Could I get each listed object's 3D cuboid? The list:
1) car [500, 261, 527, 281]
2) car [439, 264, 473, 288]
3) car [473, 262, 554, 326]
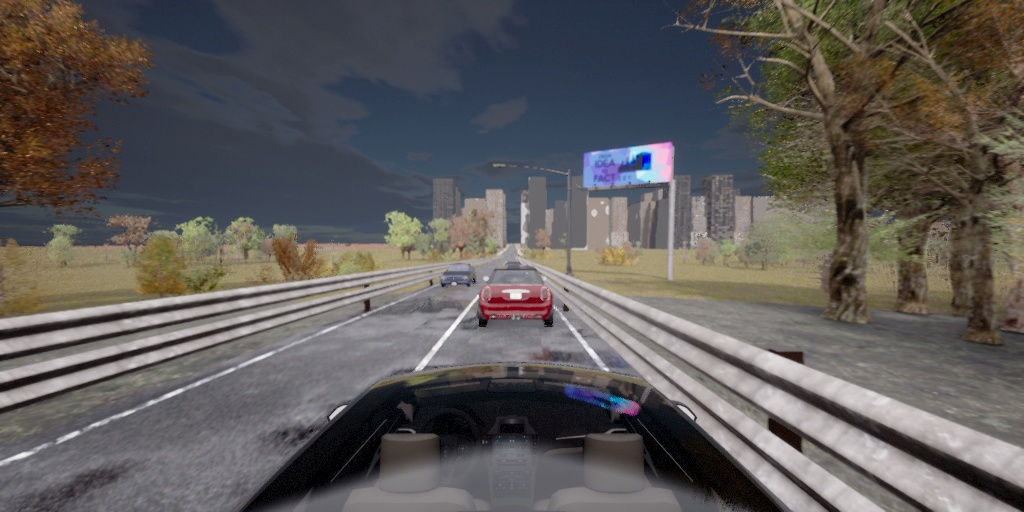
[{"bbox_3d":[0.105,1.174,29.819,2.033,1.411,5.357,0,0,0],"label":"car"},{"bbox_3d":[-3.335,1.203,23.332,2.033,1.411,5.357,0,0,0],"label":"car"},{"bbox_3d":[0.102,1.060,11.592,2.097,1.767,4.553,0,0,0],"label":"car"}]
